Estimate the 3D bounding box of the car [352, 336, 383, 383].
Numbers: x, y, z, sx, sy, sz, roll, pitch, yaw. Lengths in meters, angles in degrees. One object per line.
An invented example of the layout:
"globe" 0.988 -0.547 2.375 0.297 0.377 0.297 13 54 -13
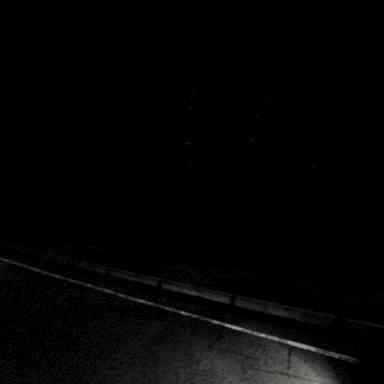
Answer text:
"car" 3.600 1.552 1.475 5.357 1.411 2.033 0 0 35
